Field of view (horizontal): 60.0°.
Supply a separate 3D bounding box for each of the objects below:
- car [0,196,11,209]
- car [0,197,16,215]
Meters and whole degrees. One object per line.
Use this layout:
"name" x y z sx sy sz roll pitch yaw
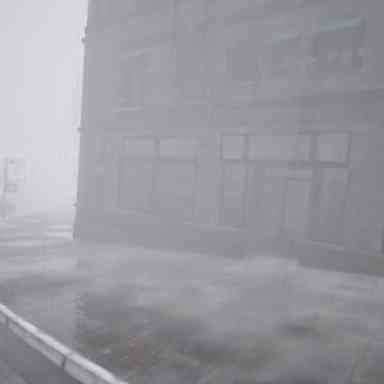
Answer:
"car" -26.231 1.365 44.610 2.128 1.511 4.902 4 -1 -12
"car" -20.487 1.591 35.768 2.128 1.511 4.902 4 -1 -13
